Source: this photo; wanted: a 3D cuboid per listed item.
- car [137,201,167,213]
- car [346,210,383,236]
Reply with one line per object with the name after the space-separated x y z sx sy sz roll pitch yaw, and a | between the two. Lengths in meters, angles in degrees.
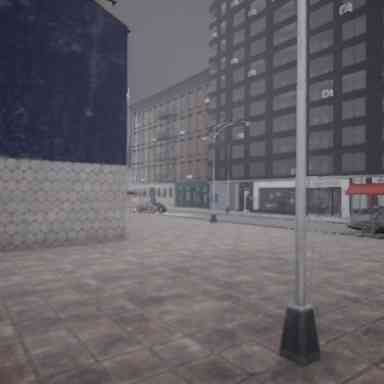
-4.490 1.649 37.380 1.994 1.385 4.181 1 0 -36 | car
10.532 1.591 16.425 2.033 1.411 5.357 1 0 -36 | car
